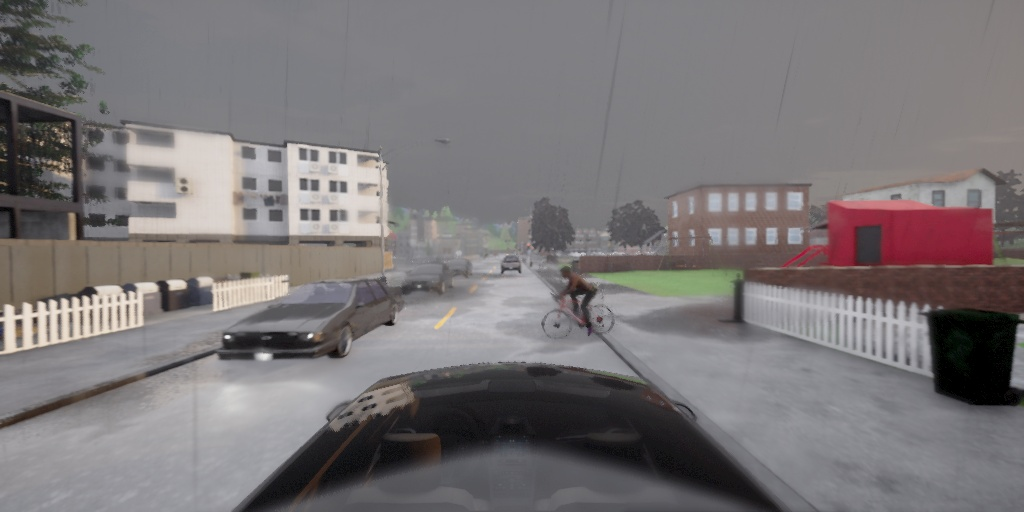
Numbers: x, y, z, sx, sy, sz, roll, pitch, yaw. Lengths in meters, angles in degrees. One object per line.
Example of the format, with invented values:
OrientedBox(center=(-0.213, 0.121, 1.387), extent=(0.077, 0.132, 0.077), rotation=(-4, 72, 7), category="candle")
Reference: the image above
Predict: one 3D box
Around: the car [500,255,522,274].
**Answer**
OrientedBox(center=(-0.073, 0.804, 33.546), extent=(2.128, 1.511, 4.902), rotation=(-1, 1, 0), category="car")

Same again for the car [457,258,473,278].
OrientedBox(center=(-4.178, 0.935, 28.594), extent=(1.837, 1.490, 4.892), rotation=(-1, 1, 0), category="car")

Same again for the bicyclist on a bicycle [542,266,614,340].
OrientedBox(center=(1.442, 1.037, 8.086), extent=(1.656, 1.620, 0.582), rotation=(-7, 1, 0), category="bicyclist on a bicycle")

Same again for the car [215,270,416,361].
OrientedBox(center=(-4.130, 1.253, 8.602), extent=(2.033, 1.411, 5.357), rotation=(-1, 1, 0), category="car")

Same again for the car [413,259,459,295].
OrientedBox(center=(-4.163, 1.075, 18.475), extent=(1.837, 1.490, 4.892), rotation=(-1, 1, 0), category="car")
